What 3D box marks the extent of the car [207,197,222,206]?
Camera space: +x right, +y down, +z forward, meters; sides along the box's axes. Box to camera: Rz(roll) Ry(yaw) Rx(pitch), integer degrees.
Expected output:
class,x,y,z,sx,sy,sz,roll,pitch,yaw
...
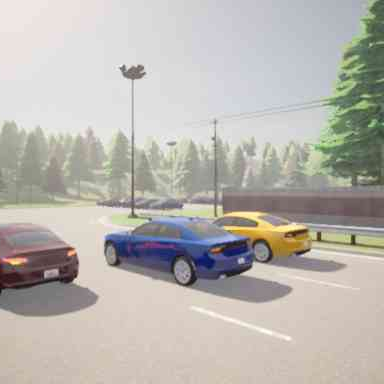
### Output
class,x,y,z,sx,sy,sz,roll,pitch,yaw
car,5.068,1.477,53.790,1.812,1.442,4.674,0,0,43

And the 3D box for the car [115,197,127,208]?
class,x,y,z,sx,sy,sz,roll,pitch,yaw
car,-7.518,1.426,45.592,1.882,1.535,5.008,0,0,43

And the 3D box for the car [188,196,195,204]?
class,x,y,z,sx,sy,sz,roll,pitch,yaw
car,1.170,1.433,59.847,2.128,1.511,4.902,0,0,44

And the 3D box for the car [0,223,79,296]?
class,x,y,z,sx,sy,sz,roll,pitch,yaw
car,-4.589,1.514,8.466,4.674,1.442,1.812,0,0,43

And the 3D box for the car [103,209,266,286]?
class,x,y,z,sx,sy,sz,roll,pitch,yaw
car,-0.634,1.468,9.550,5.008,1.535,1.882,0,0,43

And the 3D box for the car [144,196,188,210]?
class,x,y,z,sx,sy,sz,roll,pitch,yaw
car,-3.059,1.484,40.119,1.812,1.442,4.674,0,0,43

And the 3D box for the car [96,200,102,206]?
class,x,y,z,sx,sy,sz,roll,pitch,yaw
car,-12.018,1.487,51.017,2.033,1.411,5.357,0,0,43

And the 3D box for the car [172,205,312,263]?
class,x,y,z,sx,sy,sz,roll,pitch,yaw
car,1.761,1.467,12.102,5.008,1.535,1.882,0,0,43

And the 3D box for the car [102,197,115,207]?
class,x,y,z,sx,sy,sz,roll,pitch,yaw
car,-10.038,1.545,48.020,1.895,1.301,4.718,0,0,43

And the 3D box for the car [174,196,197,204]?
class,x,y,z,sx,sy,sz,roll,pitch,yaw
car,-1.208,1.502,62.416,1.994,1.385,4.181,0,0,44

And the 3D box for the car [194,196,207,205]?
class,x,y,z,sx,sy,sz,roll,pitch,yaw
car,3.094,1.547,56.803,1.895,1.301,4.718,0,0,44

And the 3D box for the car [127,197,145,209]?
class,x,y,z,sx,sy,sz,roll,pitch,yaw
car,-5.293,1.501,42.851,2.033,1.411,5.357,0,0,43
